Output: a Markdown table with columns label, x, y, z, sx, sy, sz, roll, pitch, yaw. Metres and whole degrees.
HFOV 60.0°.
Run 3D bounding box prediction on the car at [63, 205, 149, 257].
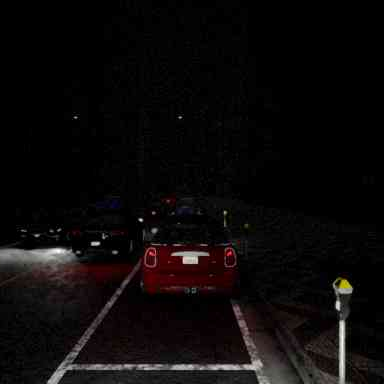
| label | x | y | z | sx | sy | sz | roll | pitch | yaw |
| --- | --- | --- | --- | --- | --- | --- | --- | --- | --- |
| car | -3.046 | 1.479 | 12.981 | 1.882 | 1.535 | 5.008 | 0 | 0 | 0 |

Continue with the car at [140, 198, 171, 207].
| label | x | y | z | sx | sy | sz | roll | pitch | yaw |
| --- | --- | --- | --- | --- | --- | --- | --- | --- | --- |
| car | -3.145 | 1.535 | 29.552 | 1.812 | 1.442 | 4.674 | 0 | 0 | 0 |

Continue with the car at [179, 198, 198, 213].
| label | x | y | z | sx | sy | sz | roll | pitch | yaw |
| --- | --- | --- | --- | --- | --- | --- | --- | --- | --- |
| car | -0.386 | 1.453 | 37.008 | 1.967 | 1.590 | 4.097 | 0 | 0 | 0 |

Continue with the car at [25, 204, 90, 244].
| label | x | y | z | sx | sy | sz | roll | pitch | yaw |
| --- | --- | --- | --- | --- | --- | --- | --- | --- | --- |
| car | -6.245 | 1.508 | 15.829 | 1.837 | 1.490 | 4.892 | 0 | 0 | 0 |

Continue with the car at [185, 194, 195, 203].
| label | x | y | z | sx | sy | sz | roll | pitch | yaw |
| --- | --- | --- | --- | --- | --- | --- | --- | --- | --- |
| car | -0.386 | 1.346 | 70.826 | 2.192 | 1.841 | 5.009 | 0 | 0 | 0 |

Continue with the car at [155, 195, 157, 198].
| label | x | y | z | sx | sy | sz | roll | pitch | yaw |
| --- | --- | --- | --- | --- | --- | --- | --- | --- | --- |
| car | -8.911 | 1.471 | 70.817 | 1.967 | 1.590 | 4.097 | 0 | 0 | 0 |

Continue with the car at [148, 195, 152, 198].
| label | x | y | z | sx | sy | sz | roll | pitch | yaw |
| --- | --- | --- | --- | --- | --- | --- | --- | --- | --- |
| car | -8.910 | 1.570 | 59.543 | 1.887 | 1.381 | 4.507 | 0 | 0 | 0 |

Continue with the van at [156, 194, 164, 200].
| label | x | y | z | sx | sy | sz | roll | pitch | yaw |
| --- | --- | --- | --- | --- | --- | --- | --- | --- | --- |
| van | -8.911 | 1.385 | 93.363 | 1.690 | 1.788 | 3.998 | 0 | 0 | 0 |

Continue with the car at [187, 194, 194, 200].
| label | x | y | z | sx | sy | sz | roll | pitch | yaw |
| --- | --- | --- | --- | --- | --- | --- | --- | --- | --- |
| car | -0.386 | 1.484 | 93.370 | 1.967 | 1.590 | 4.097 | 0 | 0 | 0 |

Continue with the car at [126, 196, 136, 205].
| label | x | y | z | sx | sy | sz | roll | pitch | yaw |
| --- | --- | --- | --- | --- | --- | --- | --- | --- | --- |
| car | -8.910 | 1.582 | 42.633 | 1.947 | 1.339 | 4.313 | 0 | 0 | 0 |

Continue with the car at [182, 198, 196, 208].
| label | x | y | z | sx | sy | sz | roll | pitch | yaw |
| --- | --- | --- | --- | --- | --- | --- | --- | --- | --- |
| car | -0.385 | 1.570 | 48.280 | 2.008 | 1.369 | 4.403 | 0 | 0 | 0 |

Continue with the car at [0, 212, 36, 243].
| label | x | y | z | sx | sy | sz | roll | pitch | yaw |
| --- | --- | --- | --- | --- | --- | --- | --- | --- | --- |
| car | -8.910 | 1.547 | 14.449 | 1.887 | 1.381 | 4.507 | 0 | 0 | 0 |

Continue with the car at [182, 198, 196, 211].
| label | x | y | z | sx | sy | sz | roll | pitch | yaw |
| --- | --- | --- | --- | --- | --- | --- | --- | --- | --- |
| car | -0.385 | 1.541 | 42.814 | 1.752 | 1.417 | 4.829 | 0 | 0 | 0 |

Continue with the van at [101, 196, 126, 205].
| label | x | y | z | sx | sy | sz | roll | pitch | yaw |
| --- | --- | --- | --- | --- | --- | --- | --- | --- | --- |
| van | -8.911 | 1.354 | 36.996 | 1.690 | 1.788 | 3.998 | 0 | 0 | 0 |

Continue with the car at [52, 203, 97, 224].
| label | x | y | z | sx | sy | sz | roll | pitch | yaw |
| --- | --- | --- | --- | --- | --- | --- | --- | --- | --- |
| car | -8.910 | 1.573 | 25.722 | 1.947 | 1.339 | 4.313 | 0 | 0 | 0 |

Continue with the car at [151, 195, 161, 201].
| label | x | y | z | sx | sy | sz | roll | pitch | yaw |
| --- | --- | --- | --- | --- | --- | --- | --- | --- | --- |
| car | -8.911 | 1.477 | 82.090 | 1.967 | 1.590 | 4.097 | 0 | 0 | 0 |

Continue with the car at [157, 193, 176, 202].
| label | x | y | z | sx | sy | sz | roll | pitch | yaw |
| --- | --- | --- | --- | --- | --- | --- | --- | --- | --- |
| car | -3.045 | 1.239 | 45.465 | 2.150 | 2.045 | 5.566 | 0 | 0 | 0 |

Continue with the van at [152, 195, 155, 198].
| label | x | y | z | sx | sy | sz | roll | pitch | yaw |
| --- | --- | --- | --- | --- | --- | --- | --- | --- | --- |
| van | -8.911 | 1.369 | 65.180 | 1.690 | 1.788 | 3.998 | 0 | 0 | 0 |

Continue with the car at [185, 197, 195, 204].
| label | x | y | z | sx | sy | sz | roll | pitch | yaw |
| --- | --- | --- | --- | --- | --- | --- | --- | --- | --- |
| car | -0.385 | 1.594 | 65.189 | 1.947 | 1.339 | 4.313 | 0 | 0 | 0 |

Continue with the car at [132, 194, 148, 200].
| label | x | y | z | sx | sy | sz | roll | pitch | yaw |
| --- | --- | --- | --- | --- | --- | --- | --- | --- | --- |
| car | -8.911 | 1.337 | 53.906 | 2.192 | 1.841 | 5.009 | 0 | 0 | 0 |

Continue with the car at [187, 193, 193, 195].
| label | x | y | z | sx | sy | sz | roll | pitch | yaw |
| --- | --- | --- | --- | --- | --- | --- | --- | --- | --- |
| car | -0.386 | 1.465 | 59.552 | 1.967 | 1.590 | 4.097 | 0 | 0 | 0 |

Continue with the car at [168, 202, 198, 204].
| label | x | y | z | sx | sy | sz | roll | pitch | yaw |
| --- | --- | --- | --- | --- | --- | --- | --- | --- | --- |
| car | -0.385 | 1.530 | 20.269 | 1.752 | 1.417 | 4.829 | 0 | 0 | 0 |

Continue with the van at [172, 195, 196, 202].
| label | x | y | z | sx | sy | sz | roll | pitch | yaw |
| --- | --- | --- | --- | --- | --- | --- | --- | --- | --- |
| van | -0.386 | 1.348 | 25.735 | 1.690 | 1.788 | 3.998 | 0 | 0 | 0 |

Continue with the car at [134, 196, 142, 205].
| label | x | y | z | sx | sy | sz | roll | pitch | yaw |
| --- | --- | --- | --- | --- | --- | --- | --- | --- | --- |
| car | -8.910 | 1.585 | 48.269 | 1.947 | 1.339 | 4.313 | 0 | 0 | 0 |

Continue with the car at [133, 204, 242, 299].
| label | x | y | z | sx | sy | sz | roll | pitch | yaw |
| --- | --- | --- | --- | --- | --- | --- | --- | --- | --- |
| car | -0.032 | 1.353 | 8.620 | 2.097 | 1.767 | 4.553 | 0 | 0 | 0 |
